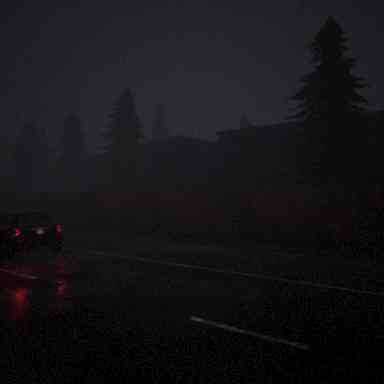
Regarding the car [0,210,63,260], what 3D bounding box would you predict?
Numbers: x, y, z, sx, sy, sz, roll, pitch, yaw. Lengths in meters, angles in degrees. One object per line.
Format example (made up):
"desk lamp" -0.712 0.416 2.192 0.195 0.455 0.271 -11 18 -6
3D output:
"car" -7.242 1.504 13.360 4.553 1.767 2.097 -1 -1 36
